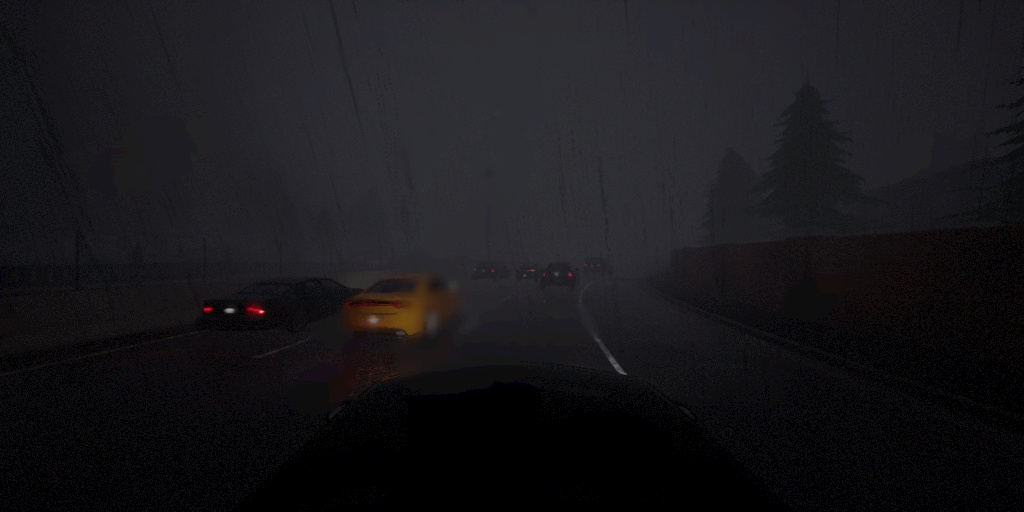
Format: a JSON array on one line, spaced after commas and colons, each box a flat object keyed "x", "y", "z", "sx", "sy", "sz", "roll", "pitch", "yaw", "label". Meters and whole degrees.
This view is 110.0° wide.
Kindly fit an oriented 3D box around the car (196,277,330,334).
[{"x": -6.310, "y": 1.338, "z": 10.850, "sx": 2.033, "sy": 1.411, "sz": 5.357, "roll": 0, "pitch": 0, "yaw": 6, "label": "car"}]

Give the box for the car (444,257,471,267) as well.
[{"x": -7.650, "y": 1.194, "z": 53.123, "sx": 2.150, "sy": 2.045, "sz": 5.566, "roll": 0, "pitch": 0, "yaw": 29, "label": "car"}]

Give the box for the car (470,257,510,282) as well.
[{"x": -1.654, "y": 1.240, "z": 31.413, "sx": 2.097, "sy": 1.767, "sz": 4.553, "roll": 0, "pitch": 0, "yaw": 18, "label": "car"}]

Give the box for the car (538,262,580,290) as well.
[{"x": 3.303, "y": 1.206, "z": 23.824, "sx": 2.097, "sy": 1.767, "sz": 4.553, "roll": 0, "pitch": 0, "yaw": 15, "label": "car"}]

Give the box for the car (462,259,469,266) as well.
[{"x": -4.707, "y": 1.506, "z": 51.203, "sx": 1.812, "sy": 1.442, "sz": 4.674, "roll": 0, "pitch": 0, "yaw": 29, "label": "car"}]

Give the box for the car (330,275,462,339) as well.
[{"x": -2.796, "y": 1.267, "z": 10.340, "sx": 1.882, "sy": 1.535, "sz": 5.008, "roll": 0, "pitch": 0, "yaw": 5, "label": "car"}]

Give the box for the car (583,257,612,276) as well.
[{"x": 9.744, "y": 1.158, "z": 40.639, "sx": 2.150, "sy": 2.045, "sz": 5.566, "roll": 0, "pitch": 0, "yaw": 27, "label": "car"}]

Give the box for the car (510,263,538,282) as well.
[{"x": 1.819, "y": 1.378, "z": 30.837, "sx": 2.128, "sy": 1.511, "sz": 4.902, "roll": 0, "pitch": 0, "yaw": 19, "label": "car"}]
